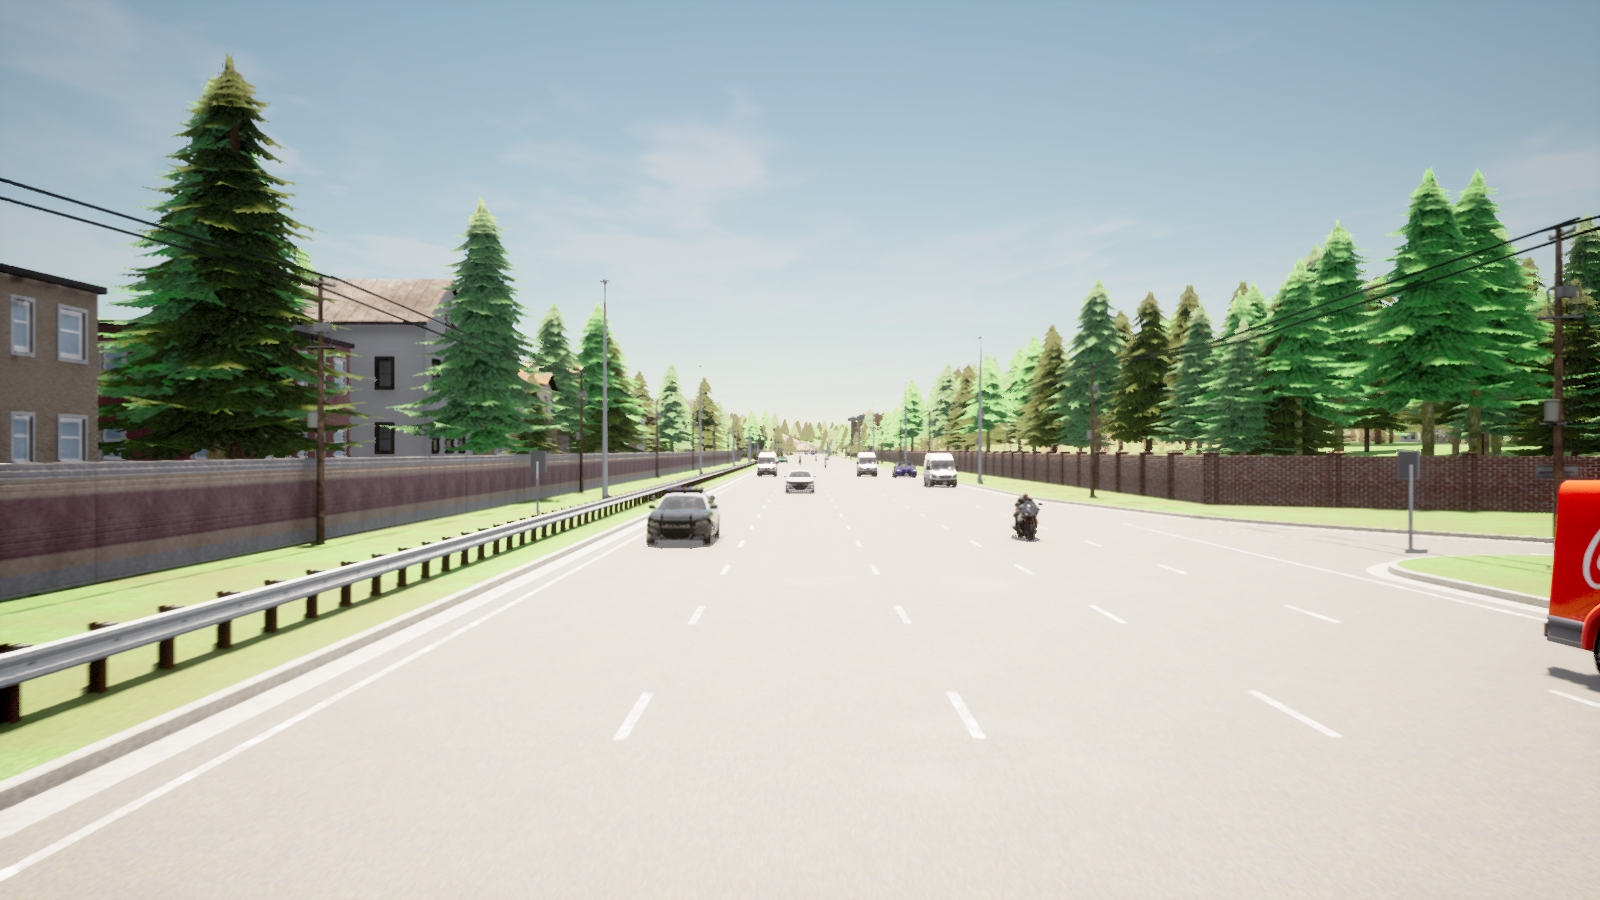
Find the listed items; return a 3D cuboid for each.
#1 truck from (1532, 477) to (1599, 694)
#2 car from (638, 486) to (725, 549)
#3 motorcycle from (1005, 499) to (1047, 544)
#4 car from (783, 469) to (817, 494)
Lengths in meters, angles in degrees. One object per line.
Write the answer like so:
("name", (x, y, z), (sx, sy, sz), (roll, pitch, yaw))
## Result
("truck", (10.500, 1.568, 11.733), (2.627, 2.467, 5.204), (0, 0, 0))
("car", (-3.500, 1.982, 34.756), (2.097, 1.638, 5.238), (0, 0, 0))
("motorcycle", (7.000, 2.204, 35.517), (0.867, 1.251, 2.209), (0, 0, 0))
("car", (0.000, 2.034, 74.782), (2.097, 1.535, 5.006), (0, 0, 0))
